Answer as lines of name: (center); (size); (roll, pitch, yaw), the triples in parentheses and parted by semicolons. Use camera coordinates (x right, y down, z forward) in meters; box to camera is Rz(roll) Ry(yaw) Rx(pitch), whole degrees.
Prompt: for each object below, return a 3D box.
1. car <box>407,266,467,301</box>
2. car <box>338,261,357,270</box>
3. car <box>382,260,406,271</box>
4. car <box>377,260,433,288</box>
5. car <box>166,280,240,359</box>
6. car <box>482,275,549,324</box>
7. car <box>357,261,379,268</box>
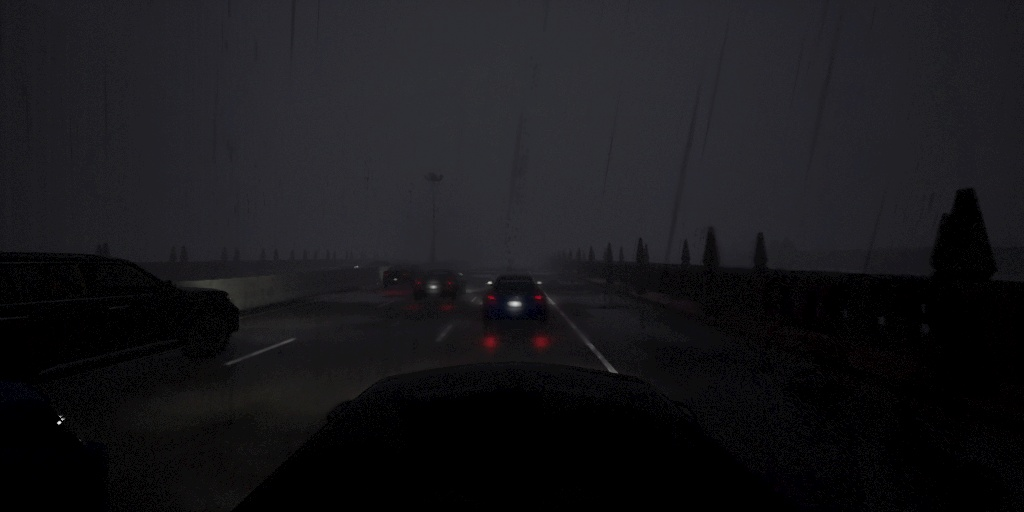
car: (-3.396, 1.316, 17.514); (1.994, 1.385, 4.181); (0, 0, 0)
car: (-20.568, 1.303, 46.874); (2.033, 1.411, 5.357); (0, 0, 2)
car: (-16.920, 1.281, 51.536); (1.812, 1.442, 4.674); (0, 0, 2)
car: (-6.878, 1.230, 23.681); (1.882, 1.535, 5.008); (0, 0, 0)
car: (-6.899, 0.972, 5.263); (2.150, 2.045, 5.566); (0, 0, 0)
car: (0.102, 1.315, 11.979); (1.994, 1.385, 4.181); (0, 0, 0)
car: (-13.855, 1.259, 37.205); (1.837, 1.490, 4.892); (0, 0, 2)
